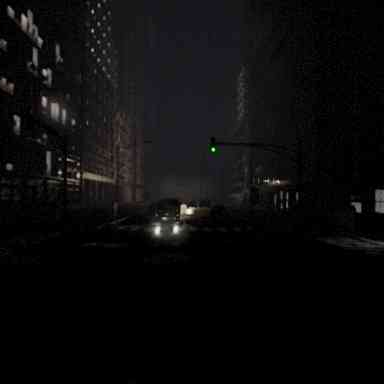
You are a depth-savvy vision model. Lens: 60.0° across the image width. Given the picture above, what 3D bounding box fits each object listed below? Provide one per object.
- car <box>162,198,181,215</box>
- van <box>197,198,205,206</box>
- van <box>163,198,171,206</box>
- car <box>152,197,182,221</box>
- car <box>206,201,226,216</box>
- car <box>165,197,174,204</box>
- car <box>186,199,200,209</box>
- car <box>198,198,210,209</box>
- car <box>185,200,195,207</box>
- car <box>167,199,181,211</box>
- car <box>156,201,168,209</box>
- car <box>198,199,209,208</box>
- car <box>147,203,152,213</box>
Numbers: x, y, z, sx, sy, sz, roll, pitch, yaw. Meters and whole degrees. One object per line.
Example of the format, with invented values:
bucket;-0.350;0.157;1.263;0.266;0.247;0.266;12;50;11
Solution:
car;-2.487;1.766;41.906;2.150;2.045;5.566;0;-1;-2
van;1.998;2.340;78.238;1.690;1.788;3.998;0;-1;-1
van;-5.880;2.305;78.036;1.690;1.788;3.998;0;-1;-1
car;-2.225;1.639;31.629;2.150;2.045;5.566;0;-1;-1
car;3.038;2.104;39.559;1.947;1.339;4.313;0;-1;-1
car;-6.305;2.473;94.612;2.192;1.841;5.009;0;-1;-1
car;-0.033;2.309;60.720;1.812;1.442;4.674;0;-1;-2
car;2.423;2.120;61.661;2.192;1.841;5.009;0;-1;-1
car;-0.373;2.445;71.021;2.033;1.411;5.357;0;-1;-1
car;-2.724;2.016;51.721;2.097;1.767;4.553;0;-1;-1
car;-5.455;2.336;61.457;1.947;1.339;4.313;0;-1;-1
car;2.281;2.310;67.186;1.967;1.590;4.097;0;-1;-1
car;-5.031;2.153;44.881;1.802;1.307;4.206;0;-1;-1
